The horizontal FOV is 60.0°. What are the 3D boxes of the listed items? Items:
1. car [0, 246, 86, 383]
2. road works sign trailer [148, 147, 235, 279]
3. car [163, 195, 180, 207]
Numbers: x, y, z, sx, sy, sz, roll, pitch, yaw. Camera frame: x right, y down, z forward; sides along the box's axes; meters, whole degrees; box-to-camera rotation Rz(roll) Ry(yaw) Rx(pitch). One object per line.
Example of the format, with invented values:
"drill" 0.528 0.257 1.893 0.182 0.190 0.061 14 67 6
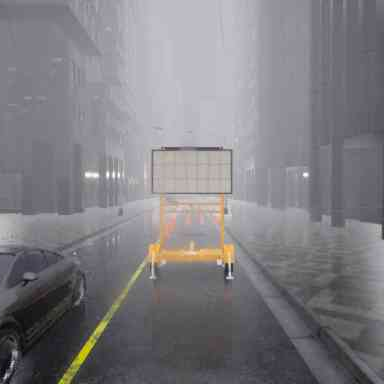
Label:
"car" -3.104 1.562 5.004 1.994 1.385 4.181 0 0 0
"road works sign trailer" 0.003 0.459 10.014 2.380 3.560 2.880 0 0 1
"car" -3.120 1.445 48.645 1.837 1.490 4.892 0 0 0
